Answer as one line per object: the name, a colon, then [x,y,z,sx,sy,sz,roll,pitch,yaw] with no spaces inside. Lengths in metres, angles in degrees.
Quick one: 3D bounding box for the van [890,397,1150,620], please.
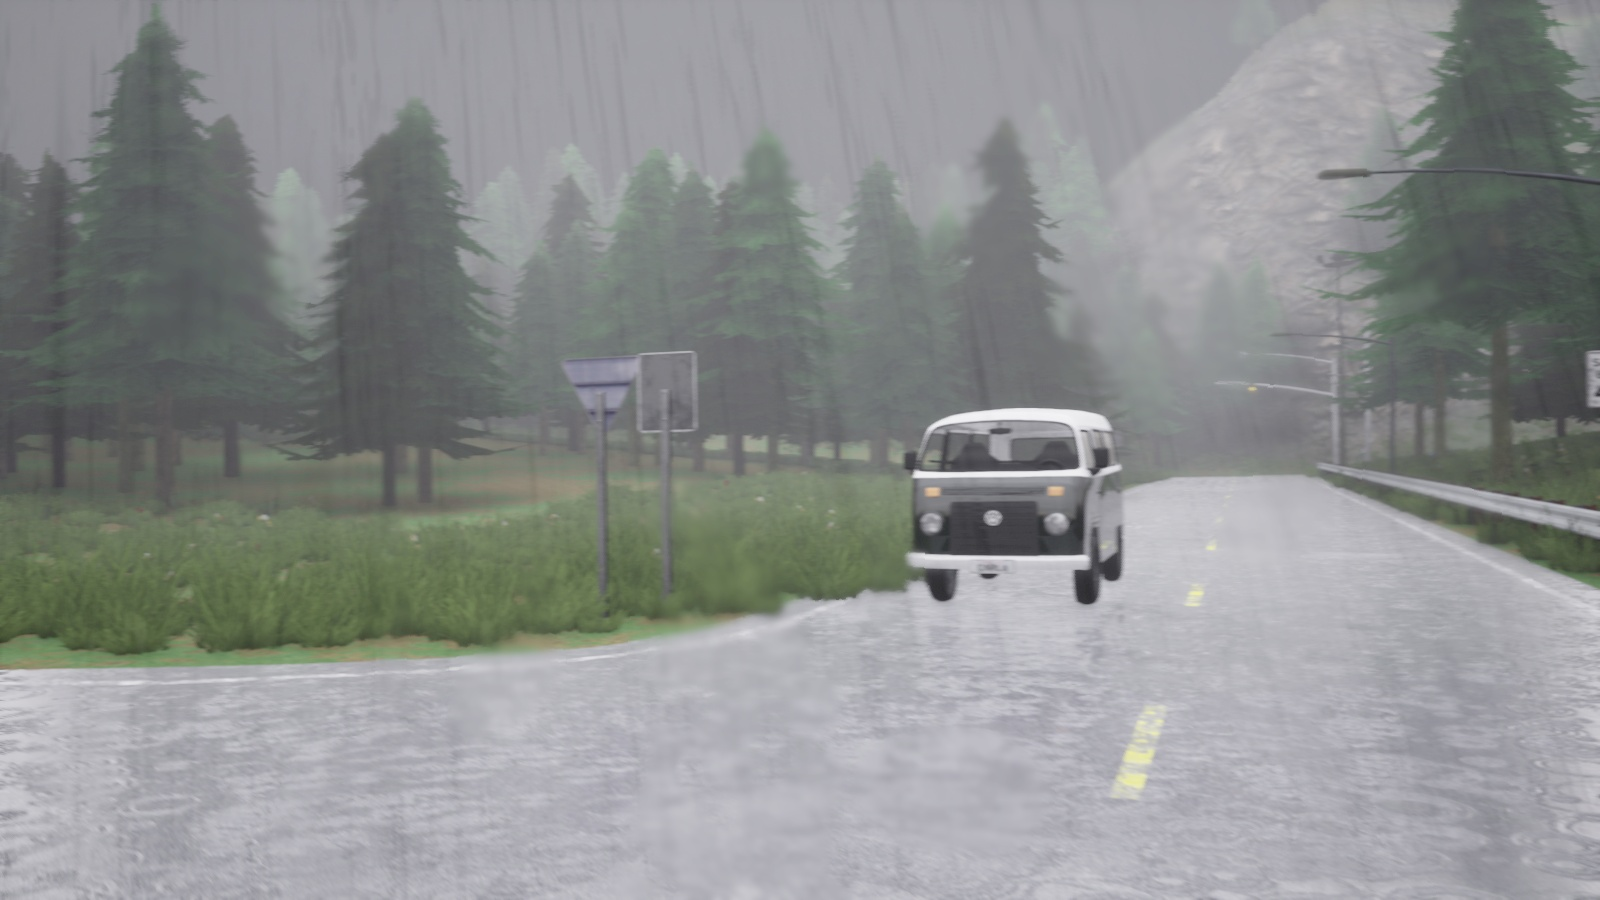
van: [2.628,0.555,13.966,2.069,2.038,4.480,-1,0,20]
